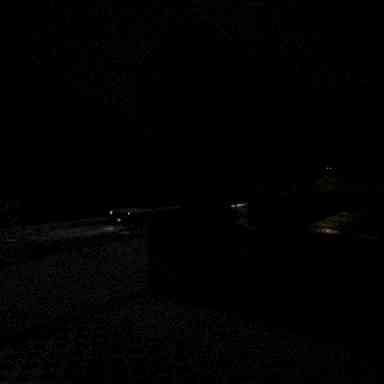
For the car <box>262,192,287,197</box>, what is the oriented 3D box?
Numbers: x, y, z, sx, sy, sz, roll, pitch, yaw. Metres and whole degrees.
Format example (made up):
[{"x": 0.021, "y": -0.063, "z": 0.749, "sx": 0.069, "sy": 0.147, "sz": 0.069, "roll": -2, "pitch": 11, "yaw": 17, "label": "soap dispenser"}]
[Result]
[{"x": 9.474, "y": 0.658, "z": 37.455, "sx": 1.895, "sy": 1.301, "sz": 4.718, "roll": 0, "pitch": 2, "yaw": 36, "label": "car"}]

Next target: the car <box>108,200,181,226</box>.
[{"x": -2.809, "y": 1.205, "z": 20.441, "sx": 1.895, "sy": 1.301, "sz": 4.718, "roll": 0, "pitch": 2, "yaw": 36, "label": "car"}]
